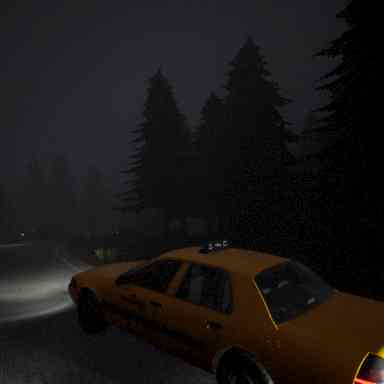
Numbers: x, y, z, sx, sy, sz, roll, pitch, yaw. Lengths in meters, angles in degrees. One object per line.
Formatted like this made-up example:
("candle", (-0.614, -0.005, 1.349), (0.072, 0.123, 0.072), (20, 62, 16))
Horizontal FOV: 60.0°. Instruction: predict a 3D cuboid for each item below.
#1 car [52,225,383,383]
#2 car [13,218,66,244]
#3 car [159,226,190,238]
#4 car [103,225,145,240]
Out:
("car", (0.116, 1.441, 4.758), (5.366, 1.575, 1.801), (0, 1, 43))
("car", (-12.717, 3.248, 28.362), (2.150, 2.045, 5.566), (-4, -7, 7))
("car", (-2.318, 5.543, 46.286), (1.882, 1.535, 5.008), (-5, -8, 30))
("car", (-7.443, 4.510, 36.981), (2.033, 1.411, 5.357), (-4, -8, 20))
